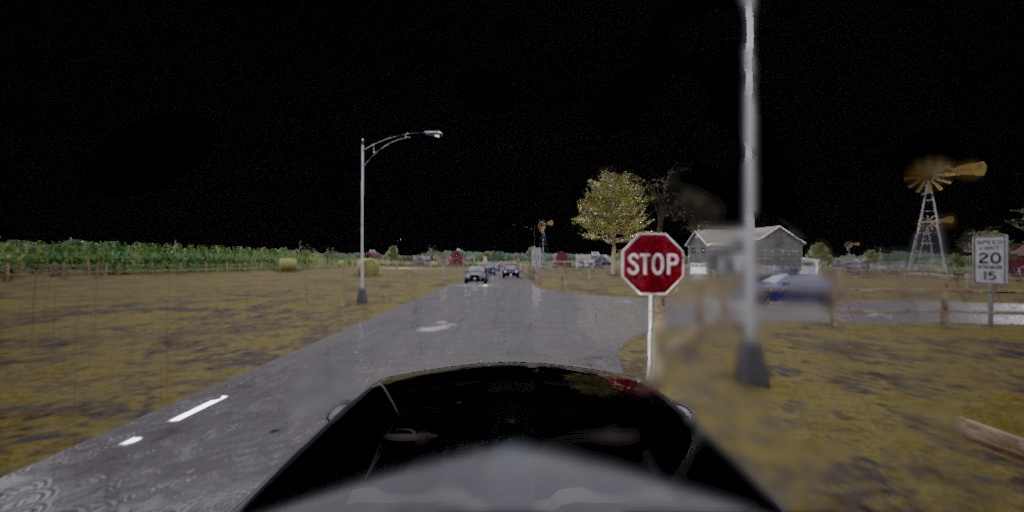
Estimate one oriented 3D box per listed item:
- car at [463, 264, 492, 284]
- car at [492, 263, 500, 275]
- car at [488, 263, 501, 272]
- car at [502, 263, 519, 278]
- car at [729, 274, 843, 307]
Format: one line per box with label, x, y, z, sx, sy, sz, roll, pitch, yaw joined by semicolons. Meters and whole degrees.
car;-2.989;1.547;30.704;1.837;1.490;4.892;0;-1;-1
car;-3.110;1.861;48.385;2.033;1.411;5.357;0;-1;0
car;-3.121;2.096;65.123;2.128;1.511;4.902;0;-1;0
car;-0.130;1.806;41.555;1.895;1.301;4.718;0;-1;0
car;12.890;1.572;16.987;4.674;1.442;1.812;1;0;1
